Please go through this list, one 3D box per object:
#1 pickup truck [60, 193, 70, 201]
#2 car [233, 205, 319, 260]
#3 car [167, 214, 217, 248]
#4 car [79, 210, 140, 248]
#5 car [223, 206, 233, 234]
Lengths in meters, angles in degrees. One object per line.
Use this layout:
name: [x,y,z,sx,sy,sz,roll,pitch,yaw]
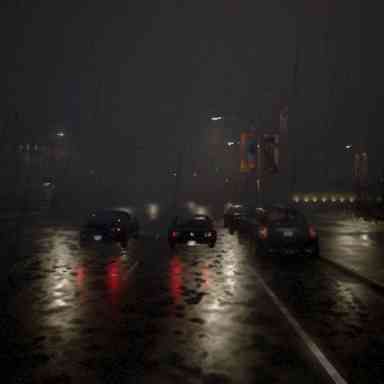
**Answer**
pickup truck: [-28.602,1.087,79.524,6.274,2.098,2.390,0,0,0]
car: [3.040,1.350,12.632,2.185,1.767,4.553,0,0,0]
car: [0.000,1.613,14.677,1.895,1.301,4.718,0,0,0]
car: [-3.500,1.530,14.647,1.812,1.442,4.674,0,0,0]
car: [2.900,1.476,19.057,2.097,1.535,5.008,0,0,0]
